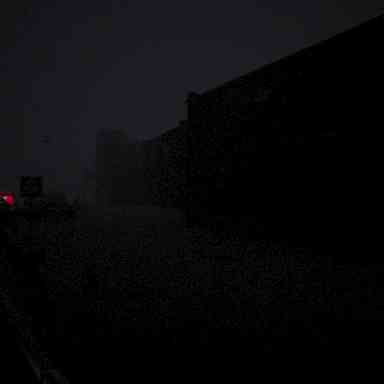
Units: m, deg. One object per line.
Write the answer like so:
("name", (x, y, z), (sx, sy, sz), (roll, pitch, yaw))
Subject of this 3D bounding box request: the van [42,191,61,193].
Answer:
("van", (-15.320, 1.170, 34.131), (4.442, 1.987, 1.878), (1, 0, -24))

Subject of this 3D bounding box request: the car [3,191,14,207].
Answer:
("car", (-25.575, 0.927, 45.912), (2.150, 2.045, 5.566), (1, 0, -24))

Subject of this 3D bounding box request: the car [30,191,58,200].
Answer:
("car", (-33.233, 0.773, 74.695), (5.566, 2.045, 2.435), (1, 0, -24))

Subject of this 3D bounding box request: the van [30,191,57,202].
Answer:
("van", (-27.676, 0.891, 61.960), (4.442, 1.987, 1.878), (1, 0, -24))

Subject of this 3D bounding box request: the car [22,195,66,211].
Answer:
("car", (-17.393, 1.224, 39.159), (4.553, 1.767, 2.185), (1, 0, -24))

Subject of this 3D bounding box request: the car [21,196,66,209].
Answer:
("car", (-18.607, 1.320, 41.799), (5.008, 1.535, 2.097), (1, 0, -24))

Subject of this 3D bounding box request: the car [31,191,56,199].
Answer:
("car", (-36.616, 0.731, 82.313), (5.566, 2.045, 2.435), (1, 0, -24))

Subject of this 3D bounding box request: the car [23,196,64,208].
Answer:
("car", (-19.673, 1.296, 44.230), (4.892, 1.521, 2.231), (1, 0, -24))

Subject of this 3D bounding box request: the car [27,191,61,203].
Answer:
("car", (-26.415, 0.890, 59.478), (5.566, 2.045, 2.435), (1, 0, -24))

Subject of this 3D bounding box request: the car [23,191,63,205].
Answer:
("car", (-23.134, 0.961, 51.949), (5.566, 2.045, 2.435), (1, 0, -24))

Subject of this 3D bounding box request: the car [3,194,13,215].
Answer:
("car", (-21.360, 1.298, 36.513), (2.128, 1.511, 4.902), (1, 0, -23))

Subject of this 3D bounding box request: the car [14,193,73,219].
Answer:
("car", (-14.007, 1.289, 31.533), (4.553, 1.767, 2.185), (1, 0, -24))

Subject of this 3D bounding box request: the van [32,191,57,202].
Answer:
("van", (-28.589, 0.874, 64.593), (4.442, 1.987, 1.878), (1, 0, -24))

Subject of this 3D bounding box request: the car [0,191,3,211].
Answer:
("car", (-17.187, 1.098, 27.140), (2.150, 2.045, 5.566), (1, 0, -24))
